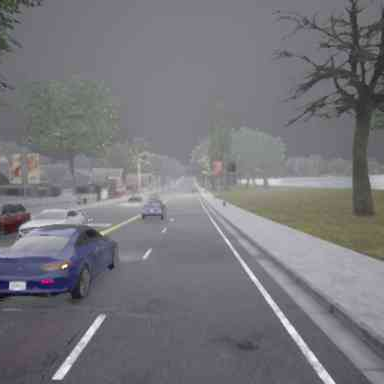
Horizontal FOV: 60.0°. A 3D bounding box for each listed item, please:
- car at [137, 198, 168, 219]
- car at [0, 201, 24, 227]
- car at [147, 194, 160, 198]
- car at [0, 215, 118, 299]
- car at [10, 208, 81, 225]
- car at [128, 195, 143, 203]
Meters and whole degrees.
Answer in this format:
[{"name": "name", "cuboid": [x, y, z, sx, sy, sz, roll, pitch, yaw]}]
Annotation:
[{"name": "car", "cuboid": [-3.164, 1.514, 28.665, 2.033, 1.411, 5.357, 0, 0, 0]}, {"name": "car", "cuboid": [-9.857, 1.367, 16.537, 2.097, 1.767, 4.553, 0, 0, 0]}, {"name": "car", "cuboid": [-6.567, 1.069, 57.798, 1.837, 1.490, 4.892, 0, 1, 0]}, {"name": "car", "cuboid": [-3.160, 1.538, 8.330, 1.812, 1.442, 4.674, 0, 0, 0]}, {"name": "car", "cuboid": [-6.607, 1.541, 16.227, 1.812, 1.442, 4.674, 0, 0, 0]}, {"name": "car", "cuboid": [-9.813, 1.168, 57.718, 1.895, 1.301, 4.718, 0, 1, 1]}]
